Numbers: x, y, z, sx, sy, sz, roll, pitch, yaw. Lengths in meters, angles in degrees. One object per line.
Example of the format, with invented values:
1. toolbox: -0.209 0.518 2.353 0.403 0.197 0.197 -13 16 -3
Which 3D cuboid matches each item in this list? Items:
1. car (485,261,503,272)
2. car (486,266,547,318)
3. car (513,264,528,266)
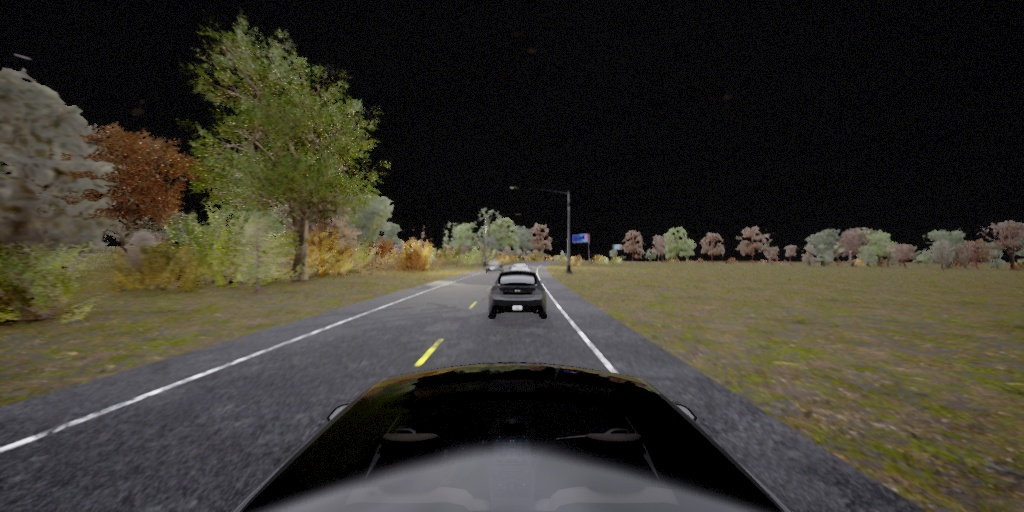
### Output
1. car: -2.174 1.366 45.149 2.128 1.511 4.902 0 0 4
2. car: 0.210 1.285 13.123 1.837 1.490 4.892 0 0 1
3. car: 0.696 1.351 29.570 1.812 1.442 4.674 0 0 2
